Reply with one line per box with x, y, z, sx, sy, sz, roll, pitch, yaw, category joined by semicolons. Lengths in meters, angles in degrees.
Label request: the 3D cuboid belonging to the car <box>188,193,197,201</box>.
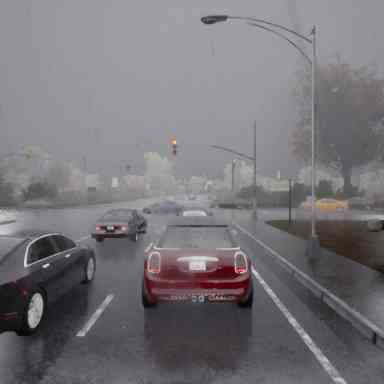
0.085;1.517;85.385;1.812;1.442;4.674;0;0;0;car

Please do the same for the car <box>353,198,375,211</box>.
19.126;1.501;39.690;4.892;1.490;1.837;0;0;3;car

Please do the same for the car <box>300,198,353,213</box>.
14.412;1.478;36.448;5.008;1.535;1.882;0;0;3;car

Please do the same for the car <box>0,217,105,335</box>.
-3.393;1.505;6.699;1.837;1.490;4.892;0;0;0;car

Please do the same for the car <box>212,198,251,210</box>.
4.809;1.506;41.451;4.892;1.490;1.837;0;1;18;car

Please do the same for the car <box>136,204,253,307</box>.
0.107;1.352;8.112;2.097;1.767;4.553;0;0;0;car

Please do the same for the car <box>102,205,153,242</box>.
-3.387;1.547;16.358;2.033;1.411;5.357;0;0;0;car

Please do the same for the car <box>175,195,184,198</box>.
-3.415;1.545;85.354;1.994;1.385;4.181;0;0;0;car

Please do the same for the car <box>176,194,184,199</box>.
-3.365;1.402;95.380;1.994;1.385;4.181;0;0;1;car

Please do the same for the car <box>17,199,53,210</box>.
-19.737;1.564;41.912;4.181;1.385;1.994;0;0;3;car

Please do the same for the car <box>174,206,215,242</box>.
0.116;1.526;17.152;1.812;1.442;4.674;0;0;0;car

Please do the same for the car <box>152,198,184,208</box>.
-2.808;1.563;32.491;4.181;1.385;1.994;0;0;-42;car
